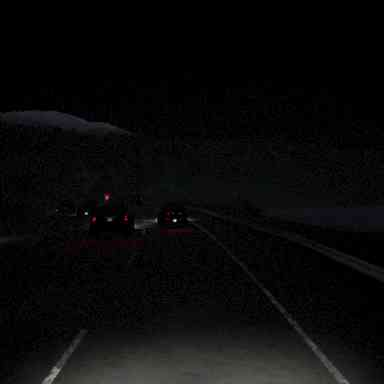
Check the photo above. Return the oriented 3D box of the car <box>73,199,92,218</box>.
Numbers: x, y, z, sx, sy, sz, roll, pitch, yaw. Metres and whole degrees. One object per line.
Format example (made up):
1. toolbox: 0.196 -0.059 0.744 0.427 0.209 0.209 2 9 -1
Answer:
1. car: -10.174 1.697 32.772 1.837 1.490 4.892 0 0 -12

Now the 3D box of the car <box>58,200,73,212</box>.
1. car: -16.595 1.827 44.134 1.812 1.442 4.674 0 0 -17

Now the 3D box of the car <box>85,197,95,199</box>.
1. car: -18.123 1.693 58.937 2.097 1.767 4.553 -1 0 -22

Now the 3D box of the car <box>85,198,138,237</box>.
1. car: -4.422 1.440 18.942 2.097 1.767 4.553 -1 0 -7

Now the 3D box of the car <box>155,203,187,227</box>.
1. car: -1.457 1.556 23.577 1.837 1.490 4.892 0 0 -9

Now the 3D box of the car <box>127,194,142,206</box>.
1. car: -10.386 1.449 59.046 2.150 2.045 5.566 0 0 -22
